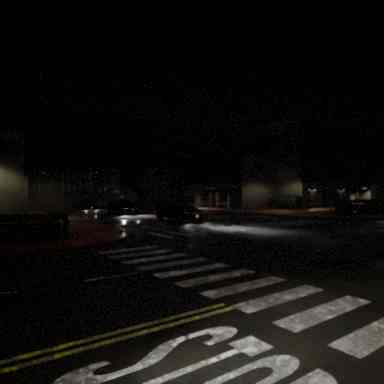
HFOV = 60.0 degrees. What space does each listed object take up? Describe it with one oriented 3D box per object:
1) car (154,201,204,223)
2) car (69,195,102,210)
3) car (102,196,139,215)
[{"bbox_3d":[-1.087,1.471,25.585,2.128,1.511,4.902,0,0,-37],"label":"car"},{"bbox_3d":[-13.925,1.528,43.197,2.033,1.411,5.357,0,0,-36],"label":"car"},{"bbox_3d":[-7.111,1.485,33.830,1.837,1.490,4.892,0,0,-36],"label":"car"}]
